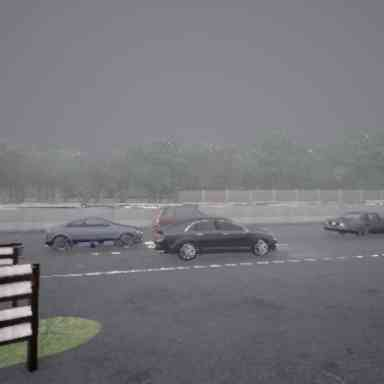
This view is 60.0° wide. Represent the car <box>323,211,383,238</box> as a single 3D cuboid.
[{"bbox_3d":[10.336,1.826,19.302,5.357,1.411,2.033,0,-1,-16],"label":"car"}]

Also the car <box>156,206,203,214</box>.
[{"bbox_3d":[-0.180,1.646,19.918,4.553,1.767,2.097,0,-1,-16],"label":"car"}]

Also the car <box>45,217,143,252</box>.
[{"bbox_3d":[-4.358,1.821,15.071,4.181,1.385,1.994,0,-1,-16],"label":"car"}]

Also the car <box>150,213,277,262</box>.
[{"bbox_3d":[0.938,1.733,12.953,4.892,1.490,1.837,0,-1,-16],"label":"car"}]
